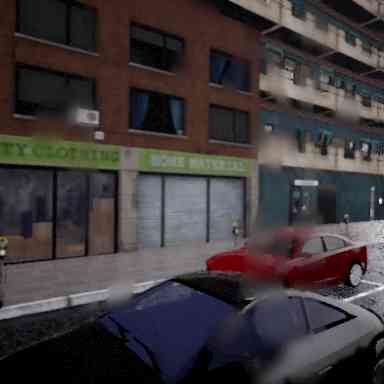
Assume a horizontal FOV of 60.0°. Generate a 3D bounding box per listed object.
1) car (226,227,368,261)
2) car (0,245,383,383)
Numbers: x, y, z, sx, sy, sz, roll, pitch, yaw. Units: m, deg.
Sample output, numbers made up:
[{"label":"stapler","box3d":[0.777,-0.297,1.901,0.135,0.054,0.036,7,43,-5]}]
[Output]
[{"label":"car","box3d":[2.321,1.556,7.746,4.507,1.381,1.887,0,1,-35]},{"label":"car","box3d":[0.173,1.567,3.193,4.181,1.385,1.994,0,0,-36]}]
